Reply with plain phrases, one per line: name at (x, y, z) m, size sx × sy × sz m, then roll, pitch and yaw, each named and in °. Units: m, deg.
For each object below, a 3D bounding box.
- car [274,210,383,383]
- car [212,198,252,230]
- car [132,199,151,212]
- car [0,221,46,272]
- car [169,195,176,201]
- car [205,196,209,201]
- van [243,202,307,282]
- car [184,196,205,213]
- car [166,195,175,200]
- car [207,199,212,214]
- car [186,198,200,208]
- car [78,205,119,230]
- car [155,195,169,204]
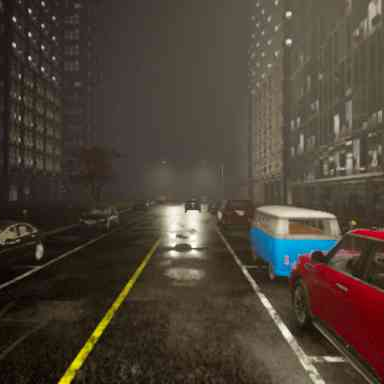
car at (2.700, 1.312, 3.804) m, size 2.192 × 1.841 × 5.009 m, roll 1°, pitch 0°, yaw 0°
car at (2.698, 1.298, 20.728) m, size 2.192 × 1.841 × 5.009 m, roll 1°, pitch 0°, yaw 0°
car at (-5.687, 1.518, 37.633) m, size 2.008 × 1.369 × 4.403 m, roll 1°, pitch 0°, yaw 0°
car at (-5.683, 1.543, 9.419) m, size 2.008 × 1.369 × 4.403 m, roll 1°, pitch 0°, yaw 0°
car at (-5.692, 1.438, 82.605) m, size 1.752 × 1.417 × 4.829 m, roll 1°, pitch 0°, yaw 0°
car at (2.694, 1.492, 37.822) m, size 1.752 × 1.417 × 4.829 m, roll 1°, pitch 0°, yaw 0°
van at (2.699, 1.333, 9.446) m, size 1.690 × 1.788 × 3.998 m, roll 1°, pitch 0°, yaw 0°
car at (0.098, 1.516, 36.407) m, size 2.033 × 1.411 × 5.357 m, roll 0°, pitch 0°, yaw 0°
car at (-5.693, 1.450, 88.418) m, size 1.887 × 1.381 × 4.507 m, roll 1°, pitch 0°, yaw 0°
car at (2.694, 1.555, 32.011) m, size 1.802 × 1.307 × 4.206 m, roll 1°, pitch 0°, yaw 0°
car at (0.094, 1.557, 48.074) m, size 1.895 × 1.301 × 4.718 m, roll 0°, pitch 0°, yaw 0°
car at (-5.685, 1.533, 20.704) m, size 2.008 × 1.369 × 4.403 m, roll 1°, pitch 0°, yaw 0°
car at (-5.690, 1.487, 60.203) m, size 1.887 × 1.381 × 4.507 m, roll 1°, pitch 0°, yaw 0°
